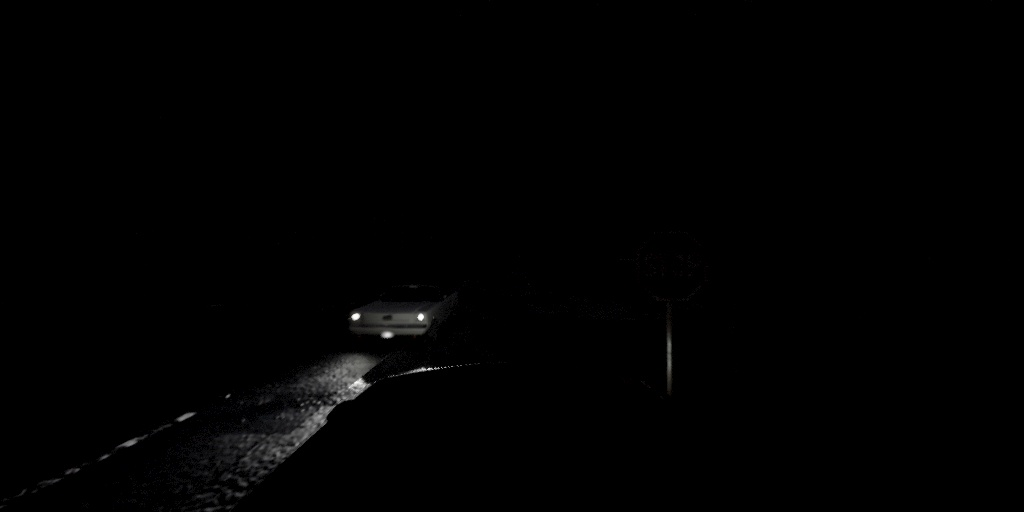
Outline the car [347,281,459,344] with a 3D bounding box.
[{"bbox_3d":[-2.735,1.421,10.071,1.895,1.301,4.718,0,0,0],"label":"car"}]
